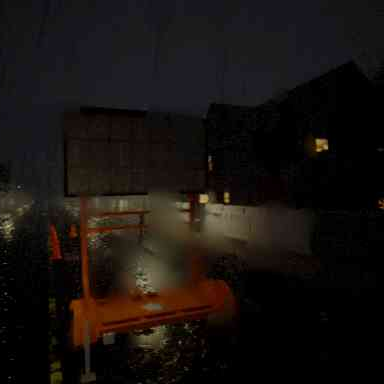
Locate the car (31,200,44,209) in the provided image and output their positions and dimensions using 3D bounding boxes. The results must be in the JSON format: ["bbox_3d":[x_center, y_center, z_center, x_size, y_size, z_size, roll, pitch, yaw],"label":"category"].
[{"bbox_3d":[-26.660,2.069,57.667,1.812,1.442,4.674,-1,0,-24],"label":"car"}]

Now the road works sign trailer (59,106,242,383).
[{"bbox_3d":[-0.892,0.451,5.637,2.380,3.560,2.880,-1,0,-23],"label":"road works sign trailer"}]

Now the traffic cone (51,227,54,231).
[{"bbox_3d":[-6.343,2.022,15.248,0.340,0.580,0.340,-1,0,-24],"label":"traffic cone"}]

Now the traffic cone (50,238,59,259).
[{"bbox_3d":[-4.738,1.999,11.585,0.340,0.580,0.340,-1,0,-24],"label":"traffic cone"}]

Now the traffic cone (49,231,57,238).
[{"bbox_3d":[-5.540,2.011,13.416,0.340,0.580,0.340,-1,0,-24],"label":"traffic cone"}]
